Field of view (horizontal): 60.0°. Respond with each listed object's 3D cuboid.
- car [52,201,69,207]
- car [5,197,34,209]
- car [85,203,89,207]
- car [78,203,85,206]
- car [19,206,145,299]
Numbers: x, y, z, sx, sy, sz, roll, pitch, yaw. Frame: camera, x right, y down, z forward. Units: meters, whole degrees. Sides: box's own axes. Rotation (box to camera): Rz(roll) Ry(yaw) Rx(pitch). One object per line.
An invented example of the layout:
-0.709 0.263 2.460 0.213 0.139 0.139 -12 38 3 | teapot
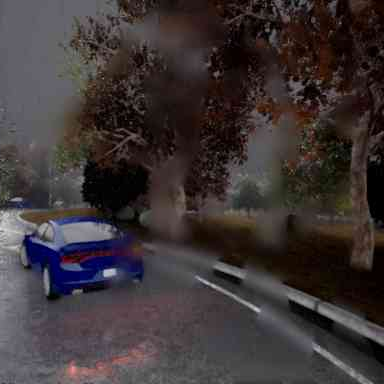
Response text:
-22.986 2.362 58.010 1.837 1.490 4.892 0 -4 -3 | car
-22.118 1.427 42.723 1.882 1.535 5.008 0 -2 -3 | car
-20.064 3.119 68.666 1.994 1.385 4.181 0 -4 -3 | car
-23.858 3.054 73.521 1.812 1.442 4.674 0 -4 -3 | car
-2.951 1.354 8.372 1.882 1.535 5.008 -1 1 -34 | car
